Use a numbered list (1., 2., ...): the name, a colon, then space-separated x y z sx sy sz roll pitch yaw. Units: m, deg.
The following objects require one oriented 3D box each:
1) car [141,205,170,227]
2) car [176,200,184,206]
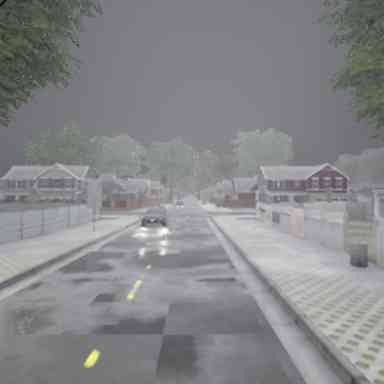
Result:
1. car: -2.797 1.844 26.060 1.837 1.490 4.892 0 -1 0
2. car: -2.761 2.517 76.446 2.033 1.411 5.357 0 -1 0
